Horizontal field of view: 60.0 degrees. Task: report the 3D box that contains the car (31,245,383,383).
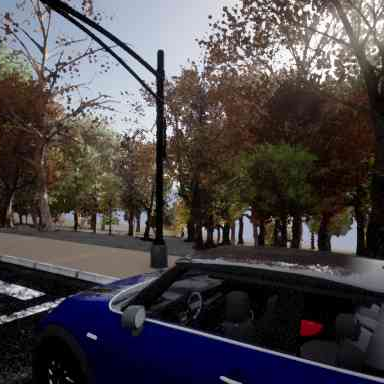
[{"bbox_3d":[0.418,1.352,3.358,4.553,1.767,2.097,0,0,34],"label":"car"}]
